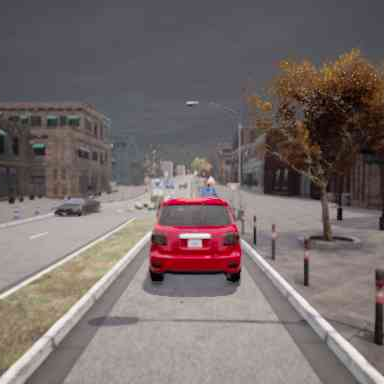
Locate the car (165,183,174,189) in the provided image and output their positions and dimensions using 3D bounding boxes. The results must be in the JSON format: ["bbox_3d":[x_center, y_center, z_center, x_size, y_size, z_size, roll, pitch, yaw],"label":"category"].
[{"bbox_3d":[-5.256,-1.489,79.161,1.882,1.535,5.008,0,3,0],"label":"car"}]

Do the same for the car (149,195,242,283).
[{"bbox_3d":[0.105,1.153,9.636,2.150,2.045,5.566,0,0,1],"label":"car"}]

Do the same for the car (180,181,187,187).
[{"bbox_3d":[-2.275,-2.253,93.091,1.812,1.442,4.674,0,3,0],"label":"car"}]

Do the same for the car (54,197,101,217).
[{"bbox_3d":[-9.096,1.139,26.957,2.033,1.411,5.357,0,2,5],"label":"car"}]

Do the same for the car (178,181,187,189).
[{"bbox_3d":[-2.259,-1.578,81.856,1.812,1.442,4.674,0,3,0],"label":"car"}]

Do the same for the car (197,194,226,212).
[{"bbox_3d":[1.738,0.975,31.753,1.994,1.385,4.181,0,2,-8],"label":"car"}]

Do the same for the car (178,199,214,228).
[{"bbox_3d":[0.408,1.302,22.179,2.033,1.411,5.357,0,2,4],"label":"car"}]
